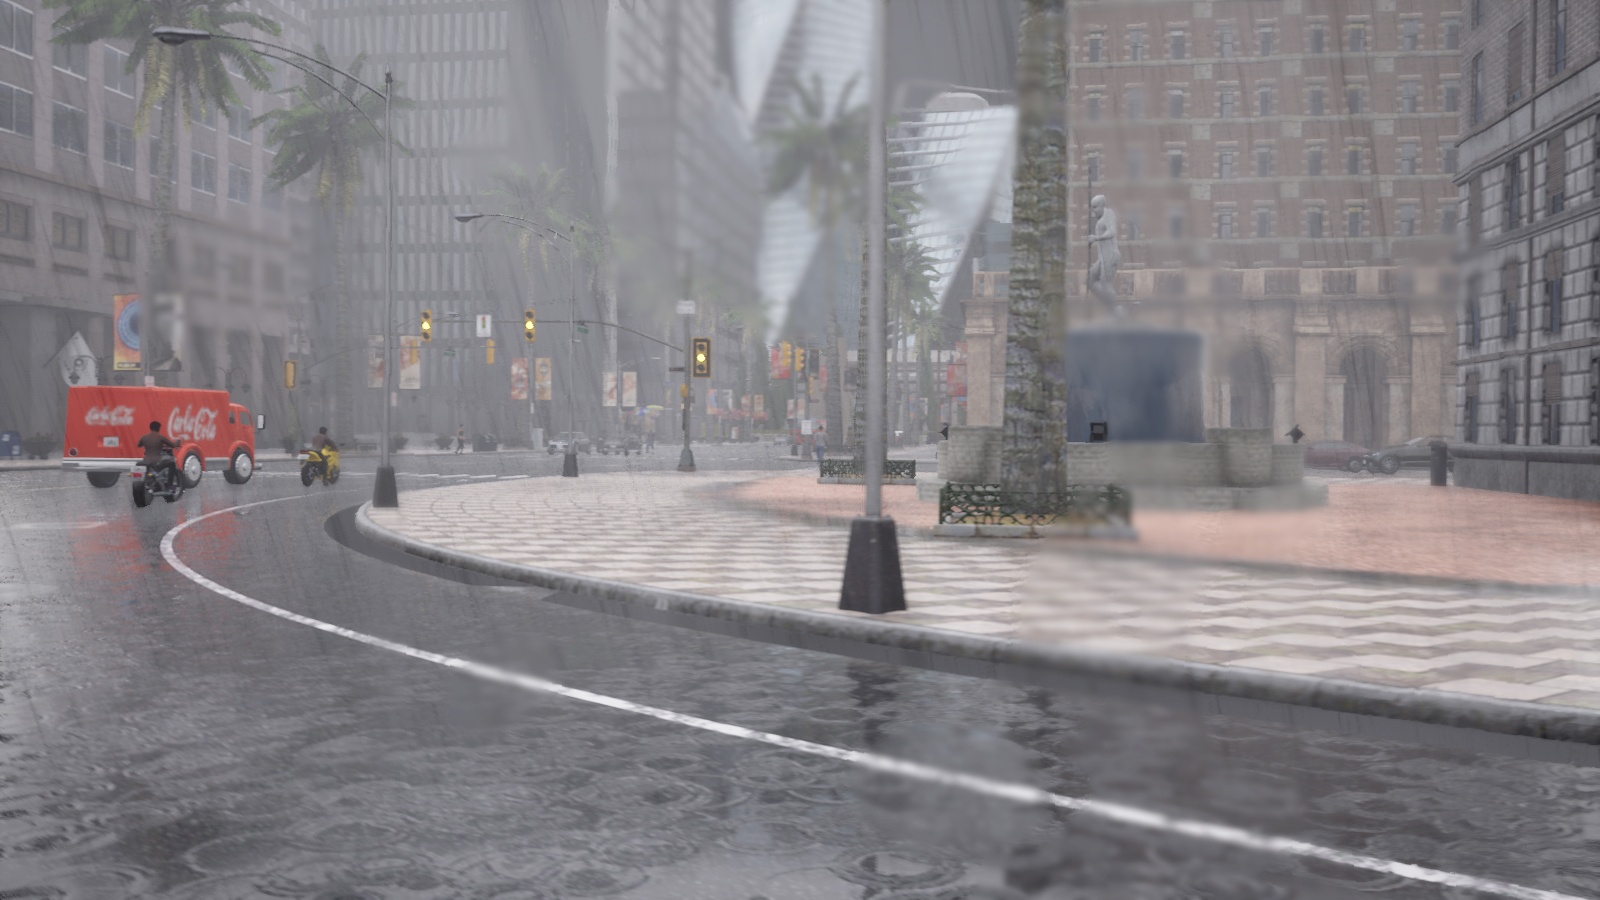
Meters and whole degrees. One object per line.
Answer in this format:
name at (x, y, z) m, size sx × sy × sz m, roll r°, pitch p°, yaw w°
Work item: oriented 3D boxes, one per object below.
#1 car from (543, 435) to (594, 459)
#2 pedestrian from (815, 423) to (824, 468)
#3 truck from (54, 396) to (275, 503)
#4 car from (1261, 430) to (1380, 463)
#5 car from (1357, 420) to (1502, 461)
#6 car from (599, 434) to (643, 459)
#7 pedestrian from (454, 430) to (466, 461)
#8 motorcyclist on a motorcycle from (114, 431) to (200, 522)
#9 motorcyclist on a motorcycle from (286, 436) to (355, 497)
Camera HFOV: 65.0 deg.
car at (-14.969, -0.217, 81.368) m, size 1.970 × 1.475 × 3.806 m, roll 0°, pitch 1°, yaw 10°
pedestrian at (0.800, -0.178, 51.528) m, size 0.354 × 1.836 × 0.706 m, roll 0°, pitch 1°, yaw 3°
truck at (-15.883, -0.031, 31.815) m, size 2.627 × 2.467 × 5.204 m, roll 0°, pitch 0°, yaw 5°
car at (23.430, -0.166, 56.643) m, size 4.674 × 1.442 × 1.812 m, roll 0°, pitch 1°, yaw 9°
car at (26.291, -0.386, 52.634) m, size 5.027 × 1.651 × 2.152 m, roll 0°, pitch 1°, yaw 9°
car at (-11.507, -0.228, 80.942) m, size 1.789 × 1.549 × 3.705 m, roll 0°, pitch 1°, yaw 9°
pedestrian at (-20.095, -0.269, 74.214) m, size 0.594 × 1.836 × 0.345 m, roll 0°, pitch 1°, yaw 32°
motorcyclist on a motorcycle at (-12.274, 0.478, 24.052) m, size 0.766 × 1.649 × 2.350 m, roll 0°, pitch 1°, yaw -10°
motorcyclist on a motorcycle at (-12.308, 0.405, 32.304) m, size 0.797 × 1.523 × 2.044 m, roll 0°, pitch 1°, yaw 6°
